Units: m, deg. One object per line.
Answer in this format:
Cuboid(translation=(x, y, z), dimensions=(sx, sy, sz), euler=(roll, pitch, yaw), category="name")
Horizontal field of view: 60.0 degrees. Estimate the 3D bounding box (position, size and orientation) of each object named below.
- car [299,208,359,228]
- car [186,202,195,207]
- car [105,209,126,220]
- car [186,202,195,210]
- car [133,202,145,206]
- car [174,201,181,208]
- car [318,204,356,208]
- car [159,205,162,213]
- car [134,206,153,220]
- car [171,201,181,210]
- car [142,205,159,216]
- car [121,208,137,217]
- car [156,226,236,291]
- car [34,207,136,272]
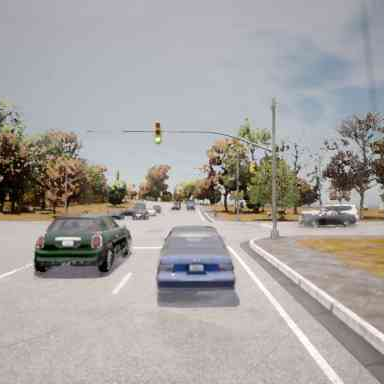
Cuboid(translation=(12.006, 2.374, 29.574), dimensions=(4.902, 1.511, 2.128), euler=(0, -3, -2), category="car")
Cuboid(translation=(-0.440, 3.296, 87.893), dimensions=(1.994, 1.385, 4.181), euler=(0, 0, -4), category="car")
Cuboid(translation=(-10.819, 3.204, 47.521), dimensions=(2.033, 1.411, 5.357), euler=(0, -2, -3), category="car")
Cuboid(translation=(-0.306, 3.459, 77.711), dimensions=(1.812, 1.442, 4.674), euler=(0, 0, 0), category="car")
Cuboid(translation=(-10.770, 3.197, 68.155), dimensions=(2.150, 2.045, 5.566), euler=(0, 0, 0), category="car")
Cuboid(translation=(-3.939, 3.240, 87.795), dimensions=(1.837, 1.490, 4.892), euler=(0, 0, -4), category="car")
Cuboid(translation=(13.641, 2.266, 33.113), dimensions=(5.566, 2.045, 2.150), euler=(0, -3, -2), category="car")
Cuboid(translation=(-7.280, 3.481, 67.903), dimensions=(1.837, 1.490, 4.892), euler=(0, 0, 0), category="car")
Cuboid(translation=(-7.278, 3.154, 47.722), dimensions=(2.128, 1.511, 4.902), euler=(0, -2, 1), category="car")
Cuboid(translation=(-3.806, 3.531, 77.762), dimensions=(1.895, 1.301, 4.718), euler=(0, 0, 0), category="car")
Cuboid(translation=(-7.307, 3.427, 57.613), dimensions=(1.812, 1.442, 4.674), euler=(0, -1, 0), category="car")
Cuboid(translation=(-10.809, 3.499, 57.397), dimensions=(1.895, 1.301, 4.718), euler=(0, -1, 0), category="car")
Cuboid(translation=(0.052, 1.655, 9.331), dimensions=(2.033, 1.411, 5.357), euler=(0, -1, -1), category="car")
Cuboid(translation=(-3.459, 1.506, 11.389), dimensions=(2.097, 1.767, 4.553), euler=(0, -2, 0), category="car")
